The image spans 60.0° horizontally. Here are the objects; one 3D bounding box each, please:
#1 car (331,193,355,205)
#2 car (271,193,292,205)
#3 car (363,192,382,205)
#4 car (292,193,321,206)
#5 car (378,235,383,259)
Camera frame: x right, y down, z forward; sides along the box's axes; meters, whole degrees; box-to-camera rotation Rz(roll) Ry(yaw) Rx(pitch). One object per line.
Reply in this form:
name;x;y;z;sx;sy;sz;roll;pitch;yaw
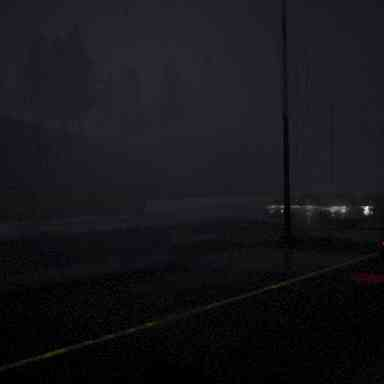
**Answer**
car;18.896;0.824;41.559;2.128;1.511;4.902;-1;1;40
car;12.445;0.902;44.762;1.882;1.535;5.008;-1;1;40
car;21.845;0.786;39.628;2.128;1.511;4.902;-1;1;40
car;14.876;0.906;42.227;1.837;1.490;4.892;-1;0;40
car;7.455;1.337;9.929;5.357;1.411;2.033;-1;1;-40
